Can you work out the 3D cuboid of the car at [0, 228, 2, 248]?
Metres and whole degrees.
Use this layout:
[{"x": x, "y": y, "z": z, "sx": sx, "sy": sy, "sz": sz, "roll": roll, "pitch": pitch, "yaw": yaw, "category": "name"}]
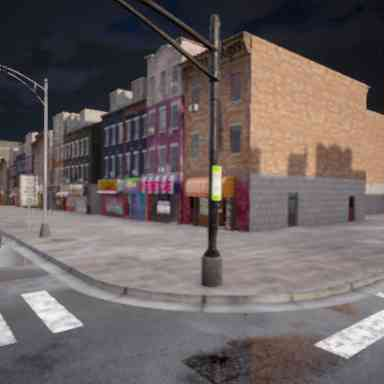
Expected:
[{"x": -9.033, "y": 1.488, "z": 13.503, "sx": 2.128, "sy": 1.511, "sz": 4.902, "roll": 0, "pitch": 0, "yaw": -37, "category": "car"}]
